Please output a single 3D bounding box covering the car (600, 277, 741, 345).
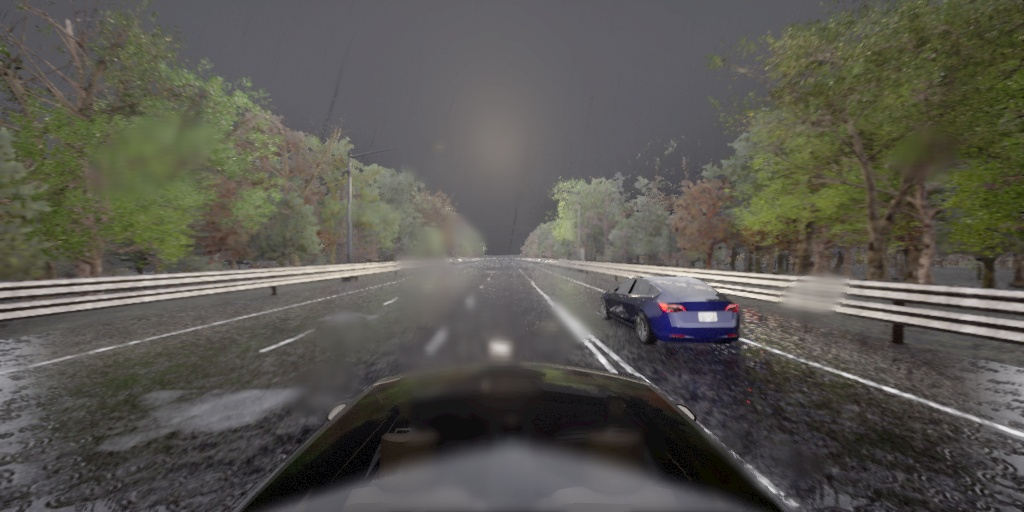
[{"bbox_3d":[3.816,1.254,9.480,2.163,1.488,4.792,0,0,-2],"label":"car"}]
